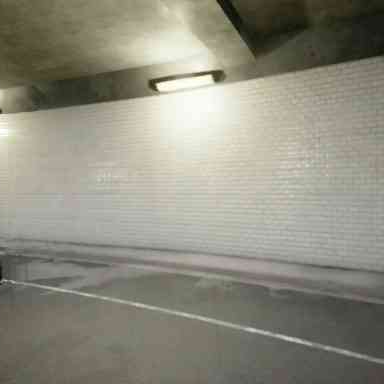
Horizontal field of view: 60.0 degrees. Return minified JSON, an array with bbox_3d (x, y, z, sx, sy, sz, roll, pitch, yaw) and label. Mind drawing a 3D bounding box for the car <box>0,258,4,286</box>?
[{"bbox_3d":[-6.060,1.476,6.736,4.902,1.511,2.128,0,0,24],"label":"car"}]
